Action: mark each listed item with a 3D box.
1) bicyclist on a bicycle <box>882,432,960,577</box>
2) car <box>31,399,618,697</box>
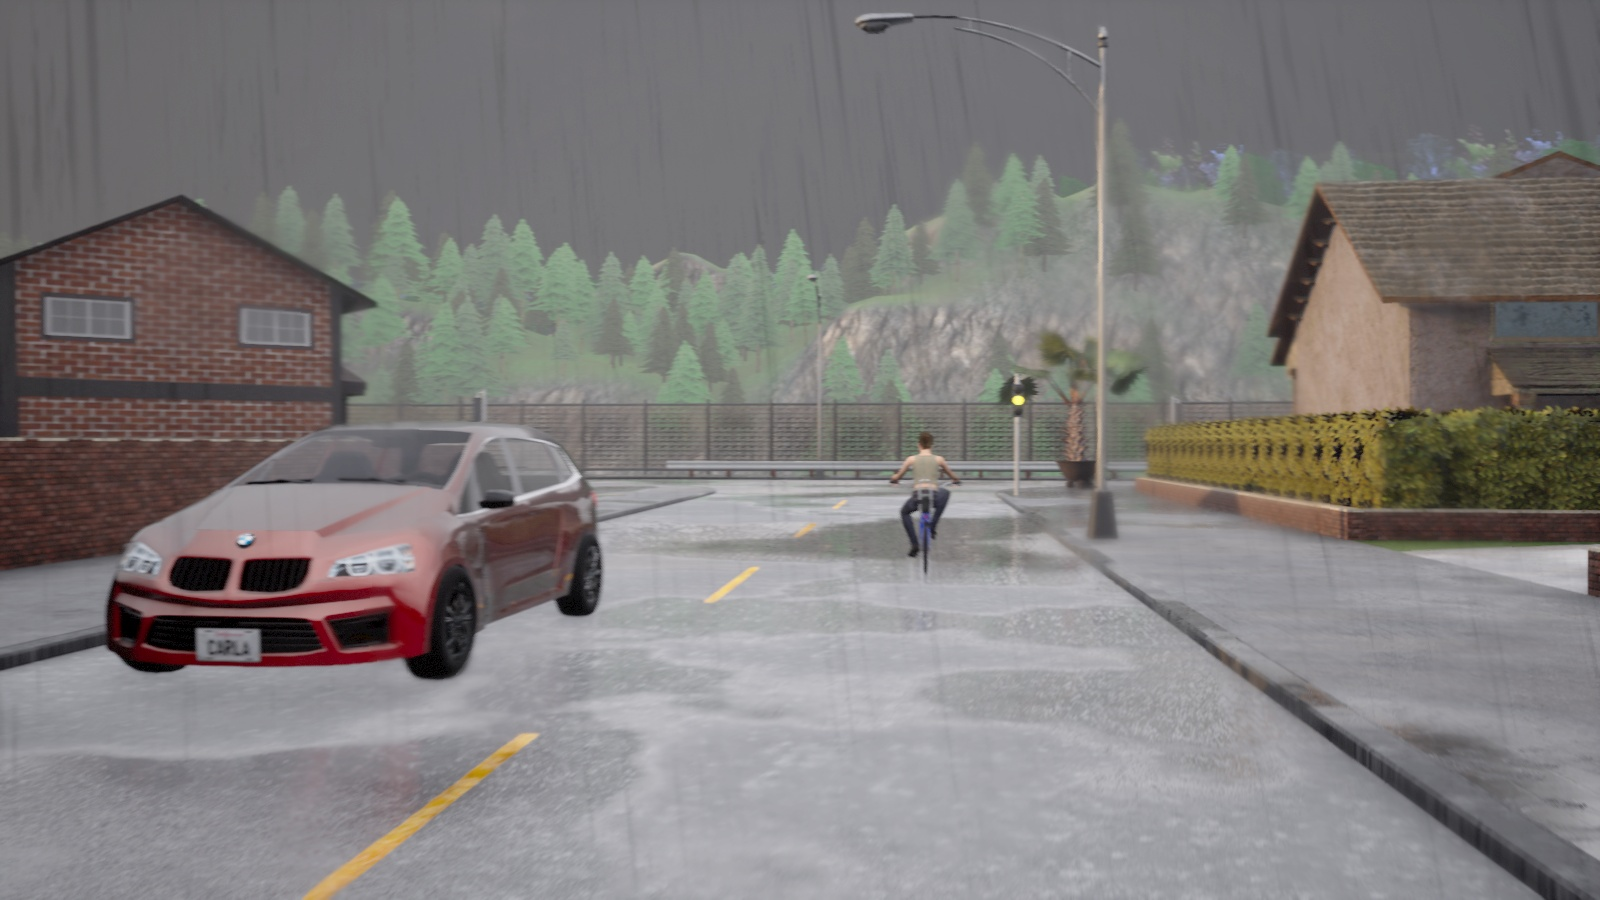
[{"bbox_3d":[1.416,0.602,14.738,0.866,1.612,1.509,0,0,5],"label":"bicyclist on a bicycle"},{"bbox_3d":[-3.071,0.531,9.440,2.242,1.667,4.611,0,0,7],"label":"car"}]
